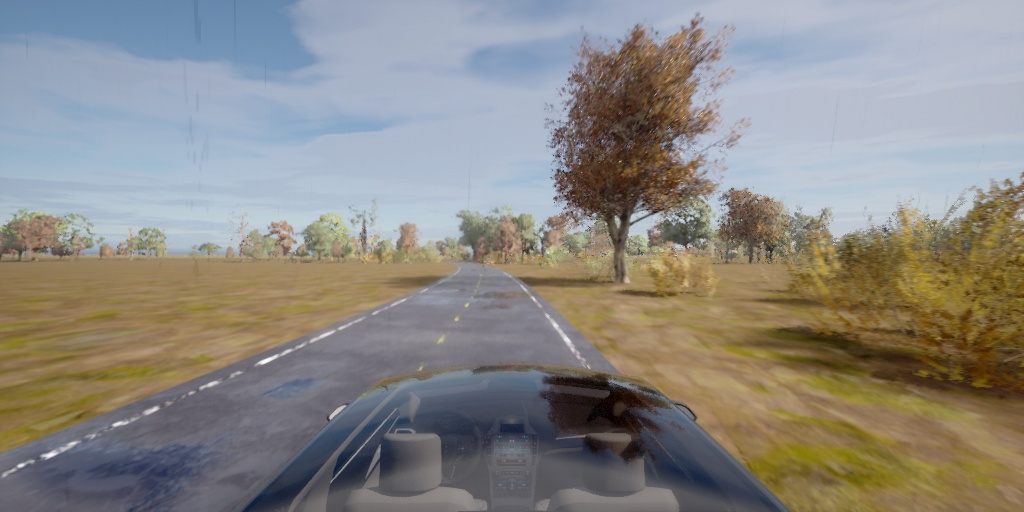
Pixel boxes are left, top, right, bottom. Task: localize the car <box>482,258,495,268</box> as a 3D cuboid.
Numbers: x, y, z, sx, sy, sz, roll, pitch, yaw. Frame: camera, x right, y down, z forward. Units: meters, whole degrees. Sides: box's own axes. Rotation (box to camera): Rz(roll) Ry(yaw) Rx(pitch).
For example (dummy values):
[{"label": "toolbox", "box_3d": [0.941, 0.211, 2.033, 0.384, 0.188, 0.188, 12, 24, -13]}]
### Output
[{"label": "car", "box_3d": [-3.730, 1.039, 57.086, 1.801, 1.575, 5.366, 0, 0, -7]}]
